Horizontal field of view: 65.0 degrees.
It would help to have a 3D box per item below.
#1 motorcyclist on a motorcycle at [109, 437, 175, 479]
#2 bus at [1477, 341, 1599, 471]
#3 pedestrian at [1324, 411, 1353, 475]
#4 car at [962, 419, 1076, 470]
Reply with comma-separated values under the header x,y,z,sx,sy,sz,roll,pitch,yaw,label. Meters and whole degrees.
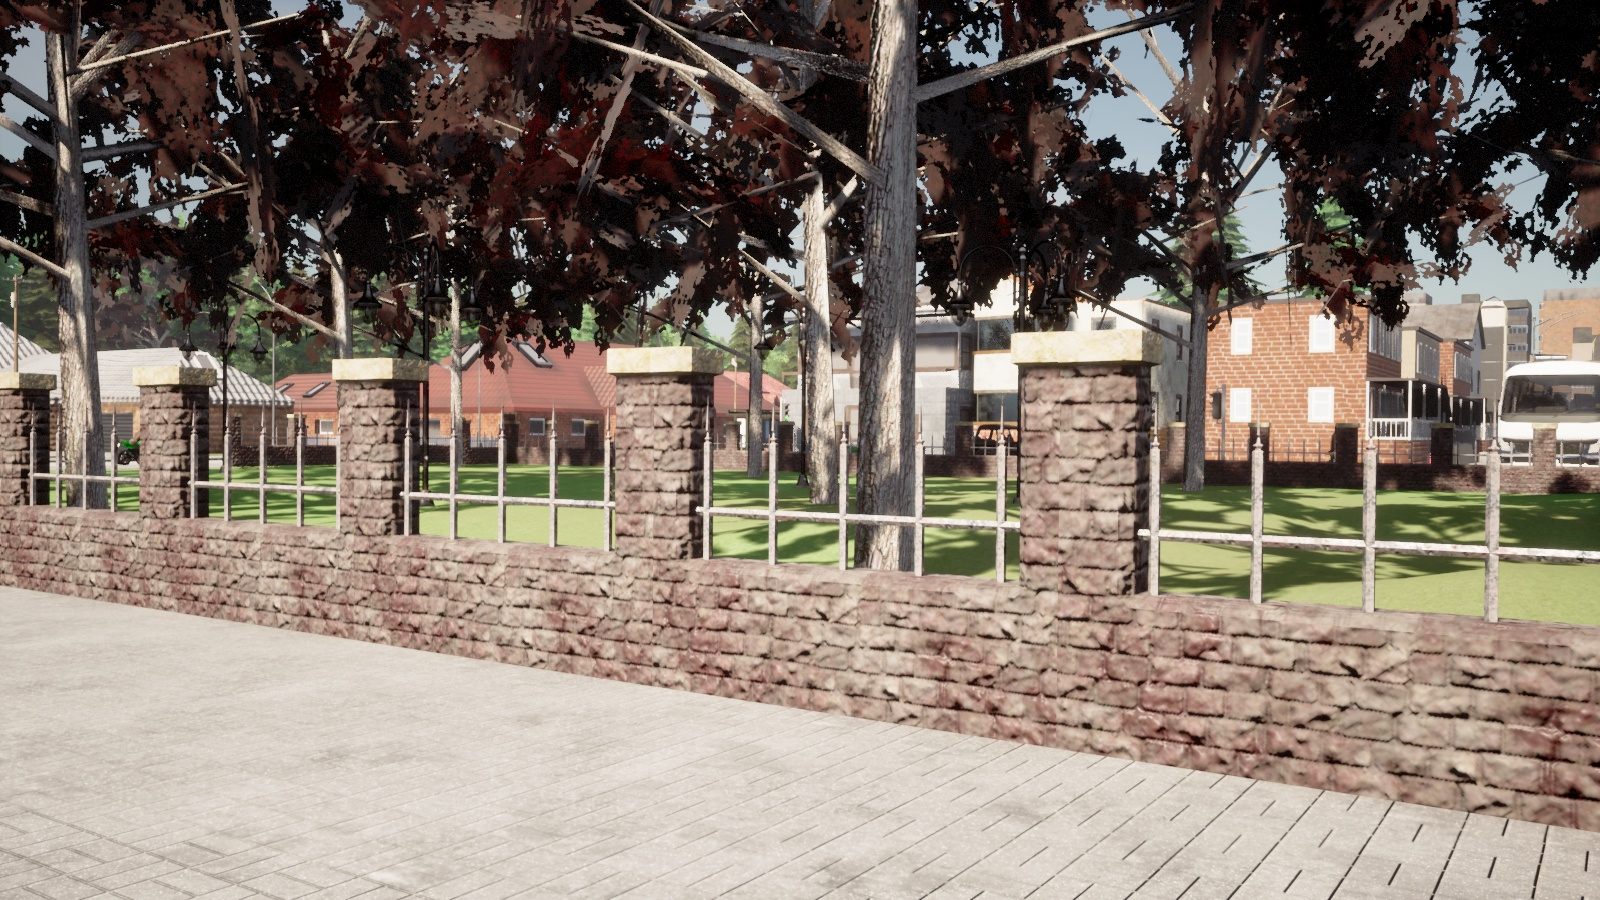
x,y,z,sx,sy,sz,roll,pitch,yaw,label
-24.805,0.288,47.363,0.797,1.523,2.044,0,1,32,motorcyclist on a motorcycle
28.008,-1.524,45.819,3.944,4.253,10.273,1,1,39,bus
15.808,-0.206,36.855,0.703,1.840,0.431,0,1,34,pedestrian
8.383,-0.207,48.138,3.866,1.878,1.905,0,1,32,car
